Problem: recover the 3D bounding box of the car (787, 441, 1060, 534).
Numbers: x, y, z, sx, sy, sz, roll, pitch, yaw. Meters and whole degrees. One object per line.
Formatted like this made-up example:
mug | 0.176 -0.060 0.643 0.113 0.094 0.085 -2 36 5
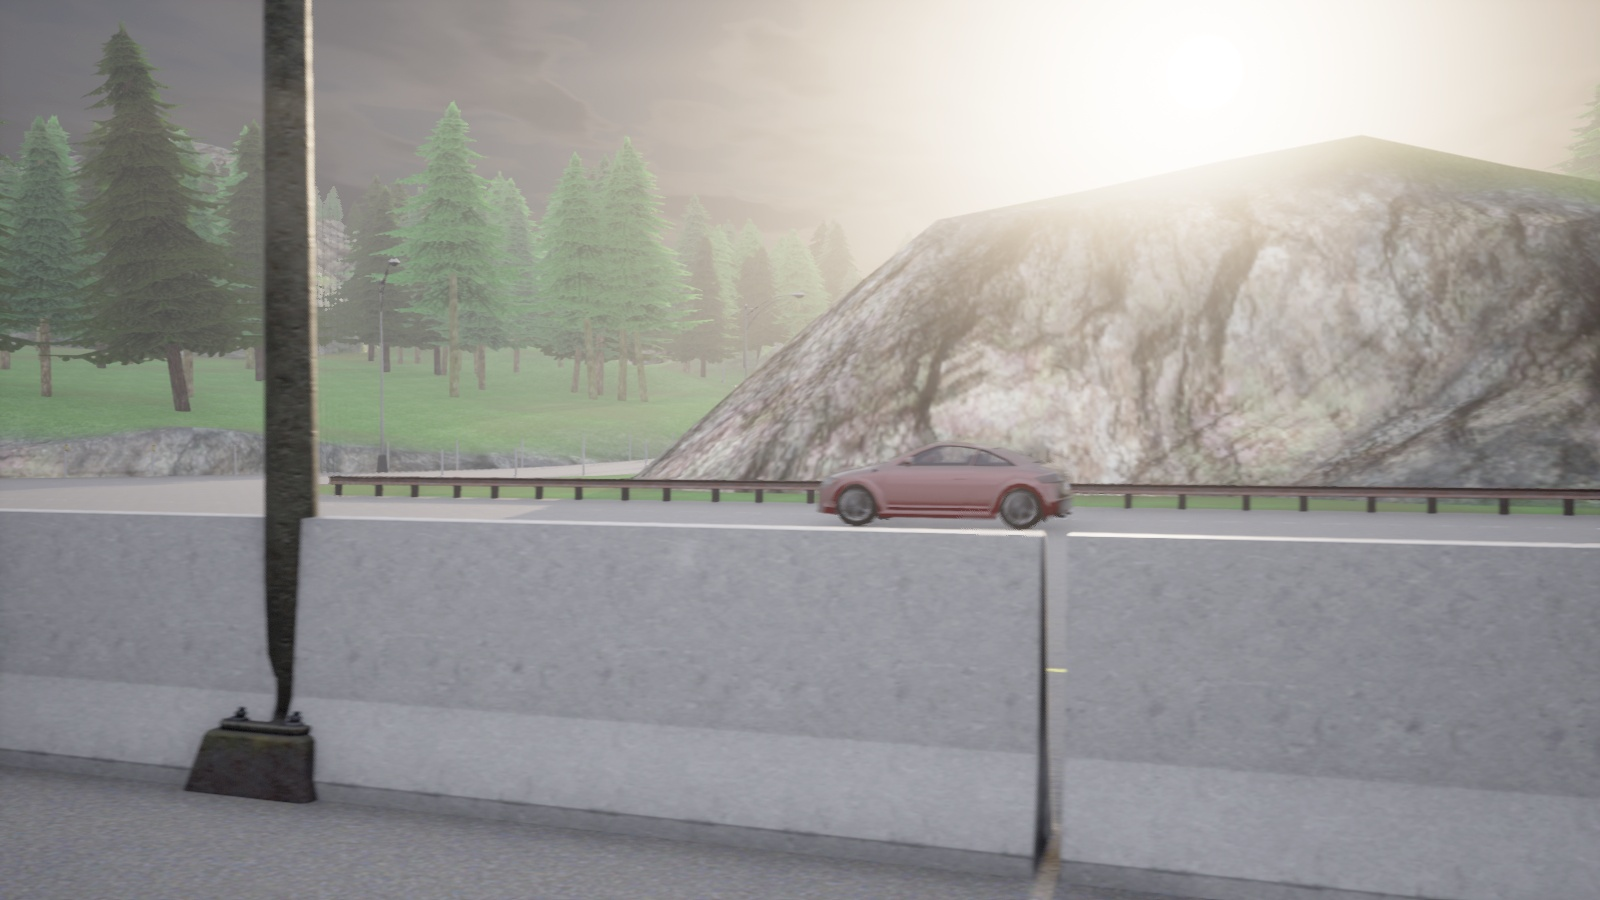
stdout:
car | 2.094 0.563 20.952 4.181 1.385 1.994 1 1 19
